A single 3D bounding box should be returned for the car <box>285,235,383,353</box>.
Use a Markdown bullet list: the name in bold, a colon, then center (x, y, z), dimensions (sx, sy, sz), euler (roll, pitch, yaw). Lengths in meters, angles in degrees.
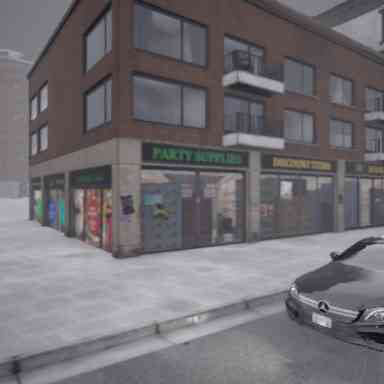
- **car**: center (3.720, 1.555, 6.019), dimensions (4.674, 1.442, 1.812), euler (0, 0, -35)
